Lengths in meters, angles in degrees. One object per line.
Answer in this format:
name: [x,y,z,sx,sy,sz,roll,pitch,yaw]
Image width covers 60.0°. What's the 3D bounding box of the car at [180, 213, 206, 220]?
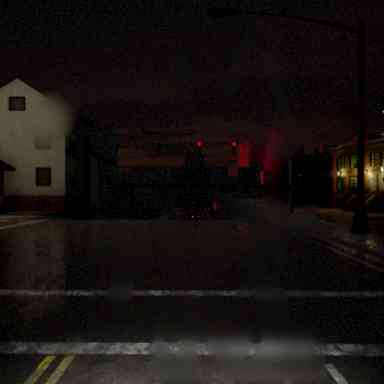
car: [0.051,3.065,35.290,2.033,1.411,5.357,-1,-13,0]
